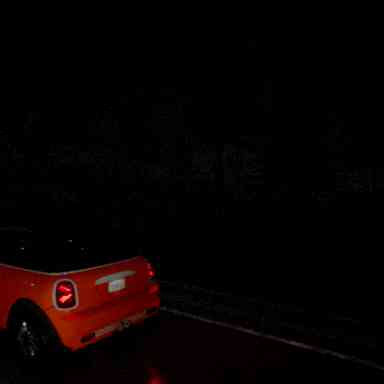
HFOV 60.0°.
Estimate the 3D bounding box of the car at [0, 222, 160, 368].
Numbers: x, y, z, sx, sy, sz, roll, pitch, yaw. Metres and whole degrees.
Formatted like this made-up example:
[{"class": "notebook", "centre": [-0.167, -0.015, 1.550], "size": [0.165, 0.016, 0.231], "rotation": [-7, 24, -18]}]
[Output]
[{"class": "car", "centre": [-2.803, 1.352, 5.991], "size": [4.553, 1.767, 2.097], "rotation": [0, 0, 35]}]
